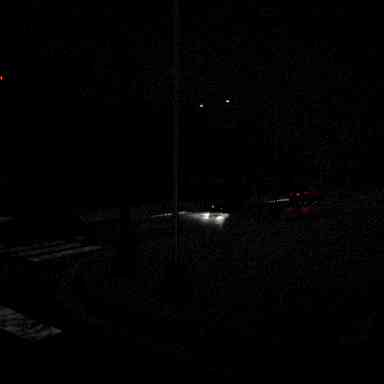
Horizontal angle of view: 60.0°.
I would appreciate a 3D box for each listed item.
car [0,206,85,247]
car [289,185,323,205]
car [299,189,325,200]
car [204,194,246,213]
[{"bbox_3d":[-6.596,1.292,13.736,1.994,1.385,4.181,0,2,35],"label":"car"},{"bbox_3d":[11.934,0.259,34.722,2.150,2.045,5.566,0,2,35],"label":"car"},{"bbox_3d":[16.843,0.278,46.571,2.033,1.411,5.357,0,2,36],"label":"car"},{"bbox_3d":[2.732,0.874,26.858,1.994,1.385,4.181,0,2,35],"label":"car"}]
